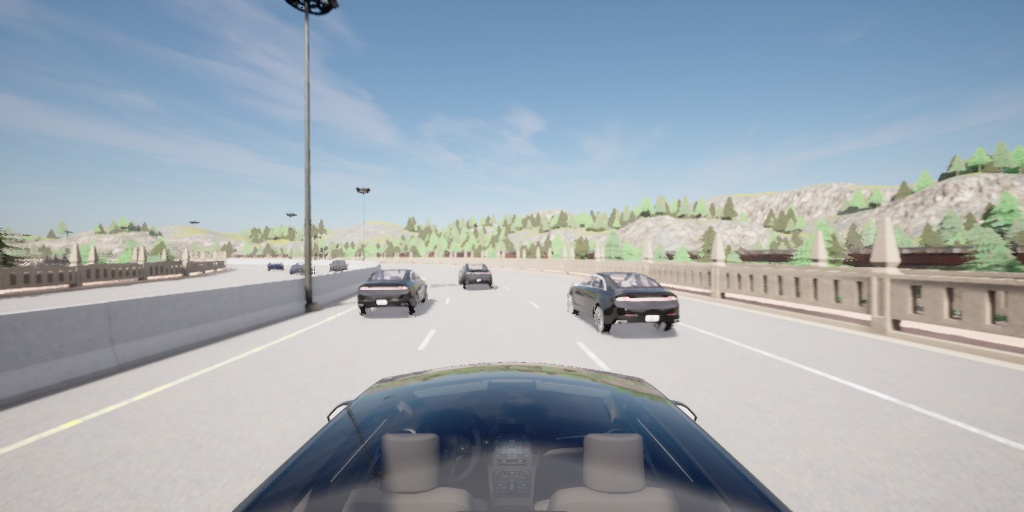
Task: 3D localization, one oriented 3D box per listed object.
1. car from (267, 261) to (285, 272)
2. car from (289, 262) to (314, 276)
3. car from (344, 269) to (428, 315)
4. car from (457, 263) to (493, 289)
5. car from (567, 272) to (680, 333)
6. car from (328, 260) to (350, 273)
[{"bbox_3d":[-31.747,1.366,48.268,1.895,1.301,4.718,0,0,-32],"label":"car"},{"bbox_3d":[-22.343,1.315,38.225,1.994,1.385,4.181,0,0,-24],"label":"car"},{"bbox_3d":[-4.359,1.229,13.594,2.128,1.511,4.902,0,0,-7],"label":"car"},{"bbox_3d":[-2.415,1.195,23.012,2.128,1.511,4.902,0,0,-12],"label":"car"},{"bbox_3d":[2.989,1.205,10.598,2.128,1.511,4.902,0,0,-5],"label":"car"},{"bbox_3d":[-19.846,1.237,41.203,1.837,1.490,4.892,0,0,-26],"label":"car"}]
